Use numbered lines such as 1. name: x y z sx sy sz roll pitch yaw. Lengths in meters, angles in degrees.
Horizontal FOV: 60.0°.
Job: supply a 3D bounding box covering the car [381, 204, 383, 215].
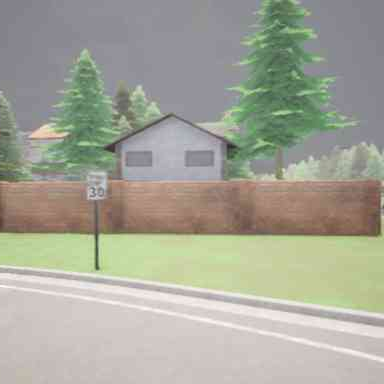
1. car: 16.240 1.171 25.286 1.837 1.490 4.892 0 1 5
